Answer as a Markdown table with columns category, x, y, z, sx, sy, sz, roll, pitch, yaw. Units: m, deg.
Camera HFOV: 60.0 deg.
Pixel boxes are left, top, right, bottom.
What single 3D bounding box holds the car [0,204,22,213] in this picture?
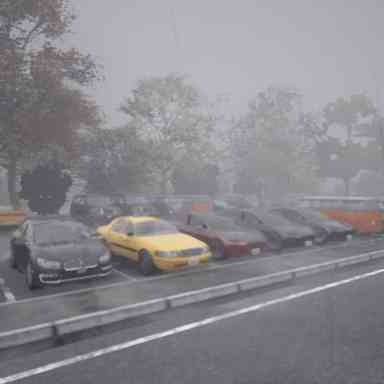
| category | x | y | z | sx | sy | sz | roll | pitch | yaw |
| --- | --- | --- | --- | --- | --- | --- | --- | --- | --- |
| car | -11.367 | 1.493 | 20.144 | 2.097 | 1.535 | 5.008 | 0 | 0 | -35 |

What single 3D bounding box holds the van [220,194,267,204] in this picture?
| category | x | y | z | sx | sy | sz | roll | pitch | yaw |
| --- | --- | --- | --- | --- | --- | --- | --- | --- | --- |
| van | 4.509 | 1.200 | 31.306 | 1.878 | 1.987 | 4.442 | 0 | 0 | -36 |

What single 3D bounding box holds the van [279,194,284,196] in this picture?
| category | x | y | z | sx | sy | sz | roll | pitch | yaw |
| --- | --- | --- | --- | --- | --- | --- | --- | --- | --- |
| van | 11.031 | 1.207 | 36.221 | 1.878 | 1.987 | 4.442 | 0 | 0 | -35 |

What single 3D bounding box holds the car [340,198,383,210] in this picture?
| category | x | y | z | sx | sy | sz | roll | pitch | yaw |
| --- | --- | --- | --- | --- | --- | --- | --- | --- | --- |
| car | 22.487 | 1.541 | 44.220 | 2.002 | 1.452 | 4.674 | 0 | 0 | -35 |

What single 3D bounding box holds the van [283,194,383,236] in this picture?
| category | x | y | z | sx | sy | sz | roll | pitch | yaw |
| --- | --- | --- | --- | --- | --- | --- | --- | --- | --- |
| van | 7.371 | 1.219 | 17.568 | 1.878 | 1.987 | 4.442 | 0 | 0 | -35 |

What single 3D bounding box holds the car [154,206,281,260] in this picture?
| category | x | y | z | sx | sy | sz | roll | pitch | yaw |
| --- | --- | --- | --- | --- | --- | --- | --- | --- | --- |
| car | 0.669 | 1.505 | 12.623 | 2.163 | 1.488 | 4.792 | 0 | 0 | -35 |

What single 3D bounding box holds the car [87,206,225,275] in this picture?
| category | x | y | z | sx | sy | sz | roll | pitch | yaw |
| --- | --- | --- | --- | --- | --- | --- | --- | --- | --- |
| car | -1.503 | 1.482 | 10.887 | 1.946 | 1.575 | 5.366 | 0 | 0 | -35 |

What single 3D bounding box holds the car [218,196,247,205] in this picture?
| category | x | y | z | sx | sy | sz | roll | pitch | yaw |
| --- | --- | --- | --- | --- | --- | --- | --- | --- | --- |
| car | 2.173 | 1.433 | 29.785 | 2.097 | 1.535 | 5.008 | 0 | 0 | -35 |

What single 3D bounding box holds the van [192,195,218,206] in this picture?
| category | x | y | z | sx | sy | sz | roll | pitch | yaw |
| --- | --- | --- | --- | --- | --- | --- | --- | --- | --- |
| van | -0.149 | 1.218 | 28.270 | 1.878 | 1.987 | 4.442 | 0 | 0 | -35 |

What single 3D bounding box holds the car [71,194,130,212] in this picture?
| category | x | y | z | sx | sy | sz | roll | pitch | yaw |
| --- | --- | --- | --- | --- | --- | --- | --- | --- | --- |
| car | -6.838 | 1.222 | 23.336 | 2.435 | 2.045 | 5.566 | 0 | 0 | -35 |

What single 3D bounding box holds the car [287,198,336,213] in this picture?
| category | x | y | z | sx | sy | sz | roll | pitch | yaw |
| --- | --- | --- | --- | --- | --- | --- | --- | --- | --- |
| car | 13.473 | 1.474 | 37.779 | 2.163 | 1.488 | 4.792 | 0 | 0 | -35 |

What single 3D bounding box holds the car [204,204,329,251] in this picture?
| category | x | y | z | sx | sy | sz | roll | pitch | yaw |
| --- | --- | --- | --- | --- | --- | --- | --- | --- | --- |
| car | 2.931 | 1.495 | 14.232 | 2.163 | 1.488 | 4.792 | 0 | 0 | -35 |

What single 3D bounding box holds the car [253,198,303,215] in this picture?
| category | x | y | z | sx | sy | sz | roll | pitch | yaw |
| --- | --- | --- | --- | --- | --- | --- | --- | --- | --- |
| car | 8.823 | 1.454 | 34.543 | 2.163 | 1.488 | 4.792 | 0 | 0 | -35 |

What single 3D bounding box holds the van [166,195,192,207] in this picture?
| category | x | y | z | sx | sy | sz | roll | pitch | yaw |
| --- | --- | --- | --- | --- | --- | --- | --- | --- | --- |
| van | -2.272 | 1.228 | 26.474 | 1.878 | 1.987 | 4.442 | 0 | 0 | -35 |

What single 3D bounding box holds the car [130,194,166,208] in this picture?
| category | x | y | z | sx | sy | sz | roll | pitch | yaw |
| --- | --- | --- | --- | --- | --- | --- | --- | --- | --- |
| car | -4.580 | 1.212 | 24.942 | 2.435 | 2.045 | 5.566 | 0 | 0 | -35 |

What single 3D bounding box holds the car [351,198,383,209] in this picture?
| category | x | y | z | sx | sy | sz | roll | pitch | yaw |
| --- | --- | --- | --- | --- | --- | --- | --- | --- | --- |
| car | 24.760 | 1.545 | 45.804 | 2.163 | 1.488 | 4.792 | 0 | 0 | -35 |

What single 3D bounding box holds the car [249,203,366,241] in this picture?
| category | x | y | z | sx | sy | sz | roll | pitch | yaw |
| --- | --- | --- | --- | --- | --- | --- | --- | --- | --- |
| car | 5.194 | 1.485 | 15.841 | 2.163 | 1.488 | 4.792 | 0 | 0 | -35 |

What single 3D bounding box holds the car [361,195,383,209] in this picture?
| category | x | y | z | sx | sy | sz | roll | pitch | yaw |
| --- | --- | --- | --- | --- | --- | --- | --- | --- | --- |
| car | 26.882 | 1.403 | 47.387 | 2.185 | 1.767 | 4.553 | 0 | 0 | -35 |

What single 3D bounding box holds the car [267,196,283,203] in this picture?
| category | x | y | z | sx | sy | sz | roll | pitch | yaw |
| --- | --- | --- | --- | --- | --- | --- | --- | --- | --- |
| car | 6.672 | 1.452 | 33.013 | 2.163 | 1.488 | 4.792 | 0 | 0 | -35 |

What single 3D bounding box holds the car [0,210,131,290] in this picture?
| category | x | y | z | sx | sy | sz | roll | pitch | yaw |
| --- | --- | --- | --- | --- | --- | --- | --- | --- | --- |
| car | -3.877 | 1.496 | 9.435 | 2.231 | 1.521 | 4.892 | 0 | 0 | -35 |

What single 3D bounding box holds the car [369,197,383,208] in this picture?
| category | x | y | z | sx | sy | sz | roll | pitch | yaw |
| --- | --- | --- | --- | --- | --- | --- | --- | --- | --- |
| car | 29.161 | 1.543 | 48.963 | 2.097 | 1.535 | 5.008 | 0 | 0 | -35 |

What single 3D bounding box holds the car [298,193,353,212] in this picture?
| category | x | y | z | sx | sy | sz | roll | pitch | yaw |
| --- | --- | --- | --- | --- | --- | --- | --- | --- | --- |
| car | 15.698 | 1.208 | 39.431 | 2.435 | 2.045 | 5.566 | 0 | 0 | -35 |
